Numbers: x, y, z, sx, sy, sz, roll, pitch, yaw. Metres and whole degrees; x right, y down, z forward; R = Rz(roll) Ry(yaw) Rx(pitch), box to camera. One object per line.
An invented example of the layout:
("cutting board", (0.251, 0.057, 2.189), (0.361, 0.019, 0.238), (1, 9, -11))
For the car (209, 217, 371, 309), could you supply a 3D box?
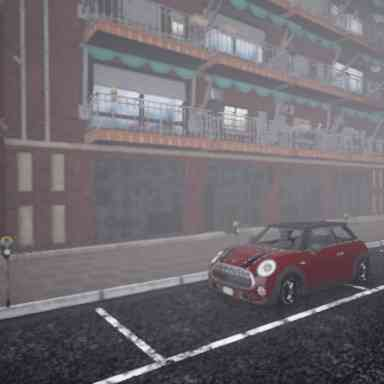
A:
("car", (2.341, 1.440, 7.782), (4.097, 1.590, 1.967), (0, -1, -35))
